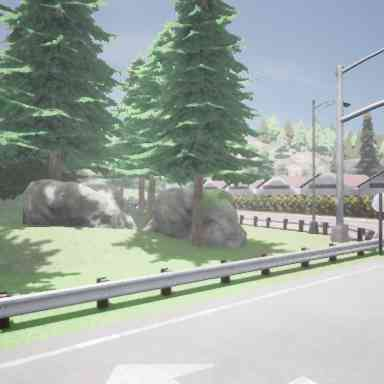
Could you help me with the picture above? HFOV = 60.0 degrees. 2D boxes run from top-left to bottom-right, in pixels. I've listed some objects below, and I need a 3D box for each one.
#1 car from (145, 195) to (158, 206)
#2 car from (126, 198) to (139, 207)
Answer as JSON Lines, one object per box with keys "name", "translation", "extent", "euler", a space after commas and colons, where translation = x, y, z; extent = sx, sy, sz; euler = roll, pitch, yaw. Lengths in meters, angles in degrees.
{"name": "car", "translation": [-4.460, 1.443, 46.787], "extent": [2.150, 2.045, 5.566], "euler": [0, 0, -35]}
{"name": "car", "translation": [-9.075, 1.785, 55.806], "extent": [2.033, 1.411, 5.357], "euler": [0, 0, 18]}
